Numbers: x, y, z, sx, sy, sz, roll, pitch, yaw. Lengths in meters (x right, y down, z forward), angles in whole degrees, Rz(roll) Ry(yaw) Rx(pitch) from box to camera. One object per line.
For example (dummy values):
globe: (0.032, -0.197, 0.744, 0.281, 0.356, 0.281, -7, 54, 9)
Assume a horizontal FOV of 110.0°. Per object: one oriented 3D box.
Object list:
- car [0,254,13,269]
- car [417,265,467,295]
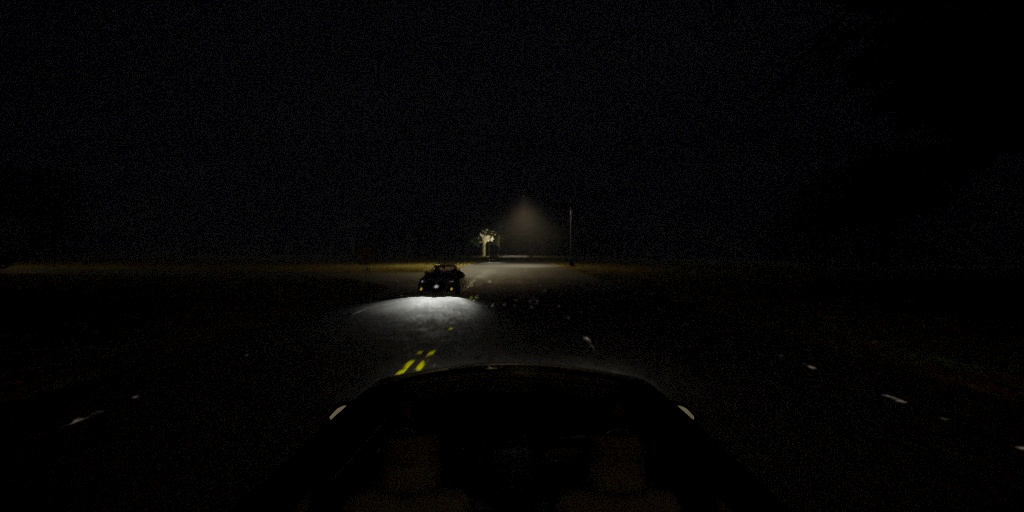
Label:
car: (-48.545, 0.406, 32.544, 4.892, 1.490, 1.837, 1, -1, 0)
car: (-3.490, 1.176, 18.526, 1.994, 1.385, 4.181, 0, 1, 0)
